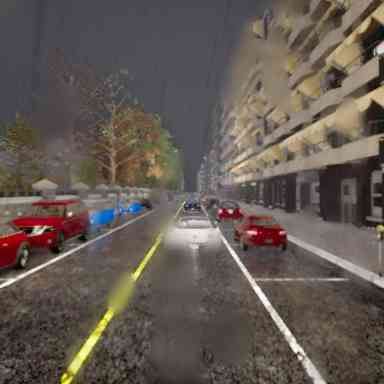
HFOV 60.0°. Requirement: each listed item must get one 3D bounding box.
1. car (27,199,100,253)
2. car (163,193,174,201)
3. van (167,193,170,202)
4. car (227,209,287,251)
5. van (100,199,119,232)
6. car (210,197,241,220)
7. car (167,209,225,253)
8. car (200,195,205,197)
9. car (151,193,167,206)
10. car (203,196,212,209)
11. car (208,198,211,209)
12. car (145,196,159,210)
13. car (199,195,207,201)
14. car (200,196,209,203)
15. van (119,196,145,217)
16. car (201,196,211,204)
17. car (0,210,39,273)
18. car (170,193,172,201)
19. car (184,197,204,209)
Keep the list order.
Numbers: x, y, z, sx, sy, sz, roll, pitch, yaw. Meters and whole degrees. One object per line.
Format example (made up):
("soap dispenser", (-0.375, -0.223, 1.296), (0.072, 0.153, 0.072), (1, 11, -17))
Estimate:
("car", (-5.697, 1.293, 13.677), (2.192, 1.841, 5.009), (0, 0, 0))
("car", (-5.735, 1.237, 81.243), (2.192, 1.841, 5.009), (0, 0, 0))
("van", (-5.726, 1.267, 64.349), (1.690, 1.788, 3.998), (0, 0, 0))
("car", (2.684, 1.560, 13.681), (1.802, 1.307, 4.206), (0, 0, 0))
("van", (-5.699, 1.312, 19.307), (1.690, 1.788, 3.998), (0, 0, 0))
("car", (2.677, 1.403, 24.943), (1.967, 1.590, 4.097), (0, 0, 0))
("car", (0.091, 1.579, 13.556), (1.895, 1.301, 4.718), (0, 0, 0))
("car", (2.661, 1.371, 53.094), (1.967, 1.590, 4.097), (0, 0, 0))
("car", (-5.719, 1.246, 53.089), (2.192, 1.841, 5.009), (0, 0, 0))
("car", (2.667, 1.507, 41.835), (1.947, 1.339, 4.313), (0, 0, 0))
("car", (2.674, 1.537, 30.574), (1.802, 1.307, 4.206), (0, 0, 0))
("car", (-5.713, 1.508, 41.829), (1.947, 1.339, 4.313), (0, 0, 0))
("car", (2.645, 1.488, 81.248), (1.947, 1.339, 4.313), (0, 0, 0))
("car", (2.651, 1.506, 69.986), (1.802, 1.307, 4.206), (0, 0, 0))
("van", (-5.706, 1.297, 30.568), (1.690, 1.788, 3.998), (0, 0, 0))
("car", (2.655, 1.451, 64.525), (1.752, 1.417, 4.829), (0, 0, 0))
("car", (-5.692, 1.426, 8.046), (1.967, 1.590, 4.097), (0, 0, 0))
("car", (-5.729, 1.506, 69.980), (1.802, 1.307, 4.206), (0, 0, 0))
("car", (0.081, 1.546, 39.016), (1.895, 1.301, 4.718), (0, 0, 0))
